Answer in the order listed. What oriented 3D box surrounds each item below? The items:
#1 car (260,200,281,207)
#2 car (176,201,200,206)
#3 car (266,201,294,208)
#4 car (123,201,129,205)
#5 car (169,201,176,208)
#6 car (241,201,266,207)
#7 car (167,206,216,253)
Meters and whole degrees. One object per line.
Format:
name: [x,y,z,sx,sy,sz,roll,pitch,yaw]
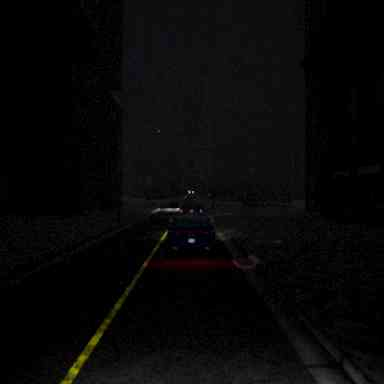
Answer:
car: [17.689,2.610,75.172,4.403,1.369,2.008,1,-1,0]
car: [-0.038,1.634,29.062,2.097,1.767,4.553,0,-1,0]
car: [17.861,2.502,66.649,4.829,1.417,1.752,1,-1,0]
car: [-14.860,2.045,66.518,4.403,1.369,2.008,1,-1,0]
car: [-3.081,2.195,58.612,1.895,1.301,4.718,0,-1,0]
car: [12.048,2.453,66.642,4.313,1.339,1.947,1,-1,0]
car: [-0.013,1.616,14.458,1.882,1.535,5.008,0,0,0]
